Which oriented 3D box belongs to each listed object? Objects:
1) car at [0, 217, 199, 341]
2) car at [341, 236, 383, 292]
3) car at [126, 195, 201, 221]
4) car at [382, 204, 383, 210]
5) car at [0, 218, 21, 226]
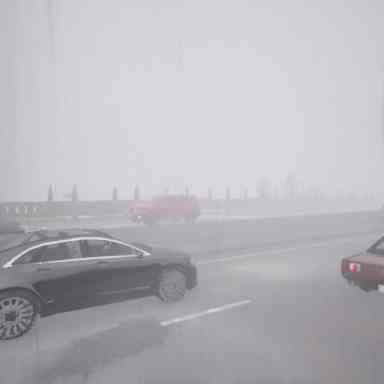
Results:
[{"bbox_3d":[-2.104,1.492,6.545,4.902,1.511,2.128,0,0,-35],"label":"car"},{"bbox_3d":[5.578,1.603,7.724,4.718,1.301,1.895,0,0,-35],"label":"car"},{"bbox_3d":[-1.930,1.225,24.110,5.566,2.045,2.150,0,0,-35],"label":"car"},{"bbox_3d":[23.881,1.412,38.553,4.553,1.767,2.097,0,0,-39],"label":"car"},{"bbox_3d":[-10.078,1.547,14.000,5.357,1.411,2.033,0,0,-36],"label":"car"}]
